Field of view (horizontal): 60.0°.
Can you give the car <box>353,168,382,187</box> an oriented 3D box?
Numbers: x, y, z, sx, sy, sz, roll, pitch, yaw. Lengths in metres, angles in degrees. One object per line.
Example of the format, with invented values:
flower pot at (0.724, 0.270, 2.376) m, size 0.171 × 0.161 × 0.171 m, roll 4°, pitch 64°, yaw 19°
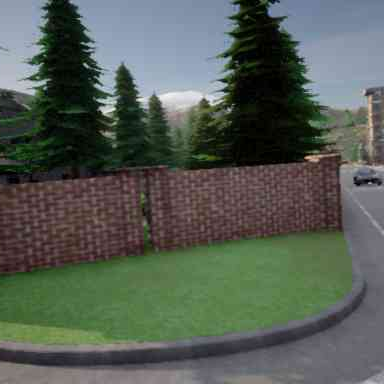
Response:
car at (14.920, -1.297, 28.543) m, size 2.033 × 1.411 × 5.357 m, roll -3°, pitch 4°, yaw 22°
